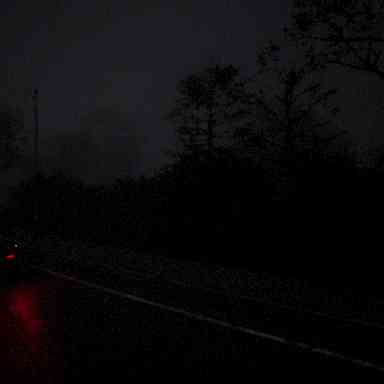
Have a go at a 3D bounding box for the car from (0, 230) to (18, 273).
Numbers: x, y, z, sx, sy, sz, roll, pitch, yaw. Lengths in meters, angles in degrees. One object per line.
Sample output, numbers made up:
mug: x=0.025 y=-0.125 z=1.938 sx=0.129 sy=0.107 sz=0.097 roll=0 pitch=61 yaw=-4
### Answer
car: x=-6.645 y=1.548 z=9.660 sx=4.674 sy=1.442 sz=1.812 roll=0 pitch=0 yaw=42
